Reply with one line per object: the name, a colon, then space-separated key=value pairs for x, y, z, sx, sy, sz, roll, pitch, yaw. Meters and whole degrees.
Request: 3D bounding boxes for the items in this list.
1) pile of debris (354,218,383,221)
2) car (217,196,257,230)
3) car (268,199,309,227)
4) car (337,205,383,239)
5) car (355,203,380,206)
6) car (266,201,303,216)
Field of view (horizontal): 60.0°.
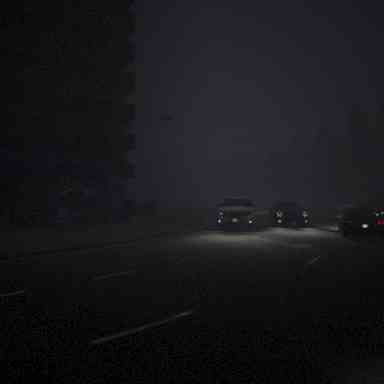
pile of debris: x=14.486 y=2.258 z=27.313 sx=1.500 sy=0.140 sz=1.860 roll=0 pitch=0 yaw=1
car: x=3.098 y=1.292 z=22.049 sx=2.150 sy=2.045 sz=5.566 roll=0 pitch=0 yaw=13
car: x=6.686 y=1.425 z=23.247 sx=2.097 sy=1.767 sz=4.553 roll=0 pitch=0 yaw=7
car: x=9.049 y=1.619 z=17.947 sx=1.994 sy=1.385 sz=4.181 roll=0 pitch=0 yaw=20
car: x=14.337 y=1.631 z=27.519 sx=2.033 sy=1.411 sz=5.357 roll=0 pitch=0 yaw=0
car: x=9.752 y=1.675 z=35.380 sx=1.994 sy=1.385 sz=4.181 roll=0 pitch=0 yaw=-13
